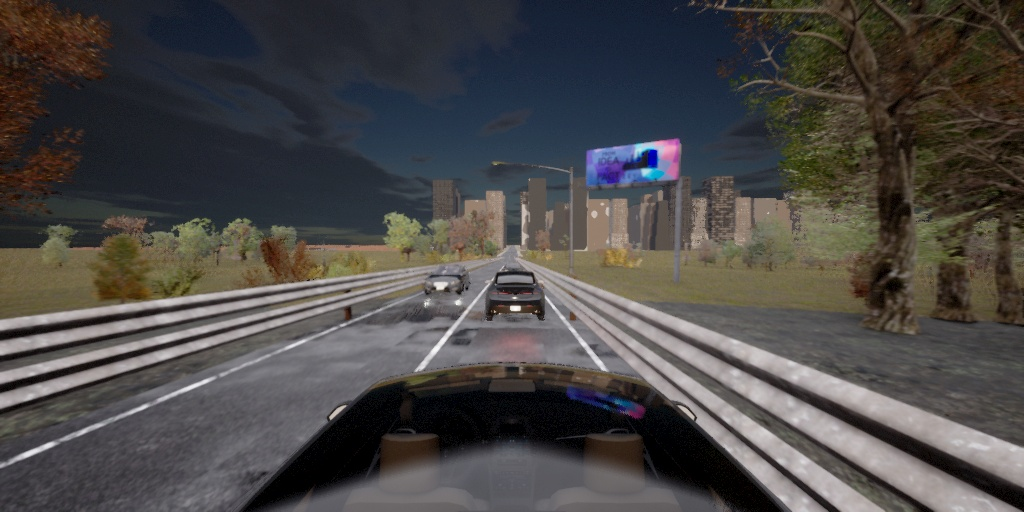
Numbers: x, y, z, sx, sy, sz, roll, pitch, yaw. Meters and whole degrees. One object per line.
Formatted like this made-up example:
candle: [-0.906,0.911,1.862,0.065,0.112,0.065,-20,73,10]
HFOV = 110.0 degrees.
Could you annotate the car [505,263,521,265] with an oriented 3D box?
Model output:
car: [0.106,1.339,33.854,1.895,1.301,4.718,0,0,0]

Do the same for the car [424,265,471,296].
car: [-3.339,1.235,19.219,2.128,1.511,4.902,0,0,0]

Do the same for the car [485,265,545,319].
car: [0.101,1.251,12.674,1.837,1.490,4.892,0,0,0]
